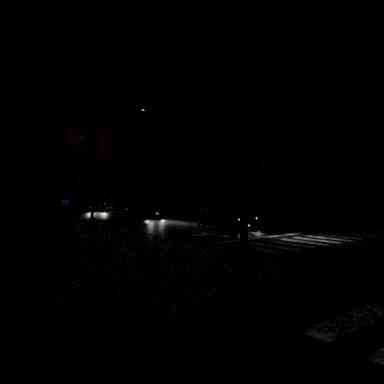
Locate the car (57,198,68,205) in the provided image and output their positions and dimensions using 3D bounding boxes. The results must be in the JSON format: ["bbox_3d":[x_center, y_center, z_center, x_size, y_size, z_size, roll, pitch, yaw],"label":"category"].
[{"bbox_3d":[-25.084,1.822,65.127,1.994,1.385,4.181,0,0,-36],"label":"car"}]

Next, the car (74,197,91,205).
[{"bbox_3d":[-21.814,1.763,66.145,1.837,1.490,4.892,0,0,-36],"label":"car"}]

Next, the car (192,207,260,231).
[{"bbox_3d":[2.055,1.660,21.343,1.895,1.301,4.718,0,0,-36],"label":"car"}]

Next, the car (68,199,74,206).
[{"bbox_3d":[-18.945,1.822,56.565,1.895,1.301,4.718,0,0,-36],"label":"car"}]

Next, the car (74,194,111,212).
[{"bbox_3d":[-12.654,1.370,41.896,2.150,2.045,5.566,0,1,-35],"label":"car"}]

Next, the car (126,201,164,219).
[{"bbox_3d":[-4.367,1.594,30.304,2.128,1.511,4.902,0,0,-36],"label":"car"}]
